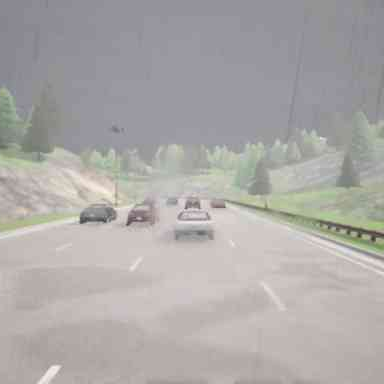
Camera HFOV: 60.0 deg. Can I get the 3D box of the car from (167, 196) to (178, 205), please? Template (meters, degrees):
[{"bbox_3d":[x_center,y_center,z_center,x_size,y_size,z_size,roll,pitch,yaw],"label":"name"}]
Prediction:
[{"bbox_3d":[-3.359,1.511,57.974,2.128,1.511,4.902,0,0,0],"label":"car"}]

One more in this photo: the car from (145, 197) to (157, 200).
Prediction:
[{"bbox_3d":[-6.861,1.583,54.948,1.994,1.385,4.181,0,0,0],"label":"car"}]

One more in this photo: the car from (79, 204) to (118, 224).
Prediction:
[{"bbox_3d":[-6.883,1.573,24.867,1.994,1.385,4.181,0,0,0],"label":"car"}]

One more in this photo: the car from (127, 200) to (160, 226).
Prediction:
[{"bbox_3d":[-3.385,1.534,23.553,1.812,1.442,4.674,0,0,0],"label":"car"}]

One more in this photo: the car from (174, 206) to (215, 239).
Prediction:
[{"bbox_3d":[0.109,1.606,17.296,1.895,1.301,4.718,0,0,0],"label":"car"}]

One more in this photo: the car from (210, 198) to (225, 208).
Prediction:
[{"bbox_3d":[3.634,1.578,47.478,1.994,1.385,4.181,0,0,0],"label":"car"}]

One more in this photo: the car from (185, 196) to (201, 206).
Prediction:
[{"bbox_3d":[0.131,1.367,45.519,2.097,1.767,4.553,0,0,0],"label":"car"}]
